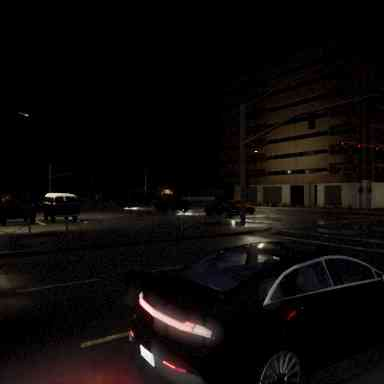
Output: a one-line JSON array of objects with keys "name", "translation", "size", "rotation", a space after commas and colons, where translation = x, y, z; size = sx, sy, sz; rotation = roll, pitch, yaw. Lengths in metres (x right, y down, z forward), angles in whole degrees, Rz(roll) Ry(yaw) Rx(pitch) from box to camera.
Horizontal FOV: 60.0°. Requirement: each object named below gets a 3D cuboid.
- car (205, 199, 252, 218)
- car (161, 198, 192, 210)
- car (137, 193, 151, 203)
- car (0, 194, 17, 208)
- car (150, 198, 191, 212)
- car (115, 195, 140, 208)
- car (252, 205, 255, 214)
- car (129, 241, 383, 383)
[{"name": "car", "translation": [2.985, 1.581, 30.750], "size": [1.812, 1.442, 4.674], "rotation": [0, 0, -34]}, {"name": "car", "translation": [-2.075, 1.560, 44.380], "size": [1.837, 1.490, 4.892], "rotation": [0, 0, -34]}, {"name": "car", "translation": [-10.497, 1.277, 69.458], "size": [2.150, 2.045, 5.566], "rotation": [0, 0, -34]}, {"name": "car", "translation": [-31.485, 1.209, 56.509], "size": [1.932, 1.855, 4.605], "rotation": [0, 0, -34]}, {"name": "car", "translation": [-2.419, 1.603, 38.669], "size": [2.033, 1.411, 5.357], "rotation": [0, 0, -34]}, {"name": "car", "translation": [-9.933, 1.620, 49.705], "size": [1.994, 1.385, 4.181], "rotation": [0, 0, -34]}, {"name": "car", "translation": [4.462, 1.533, 34.797], "size": [1.882, 1.535, 5.008], "rotation": [0, 0, -34]}, {"name": "car", "translation": [1.539, 1.492, 4.841], "size": [4.902, 1.511, 2.128], "rotation": [0, 0, -34]}]
